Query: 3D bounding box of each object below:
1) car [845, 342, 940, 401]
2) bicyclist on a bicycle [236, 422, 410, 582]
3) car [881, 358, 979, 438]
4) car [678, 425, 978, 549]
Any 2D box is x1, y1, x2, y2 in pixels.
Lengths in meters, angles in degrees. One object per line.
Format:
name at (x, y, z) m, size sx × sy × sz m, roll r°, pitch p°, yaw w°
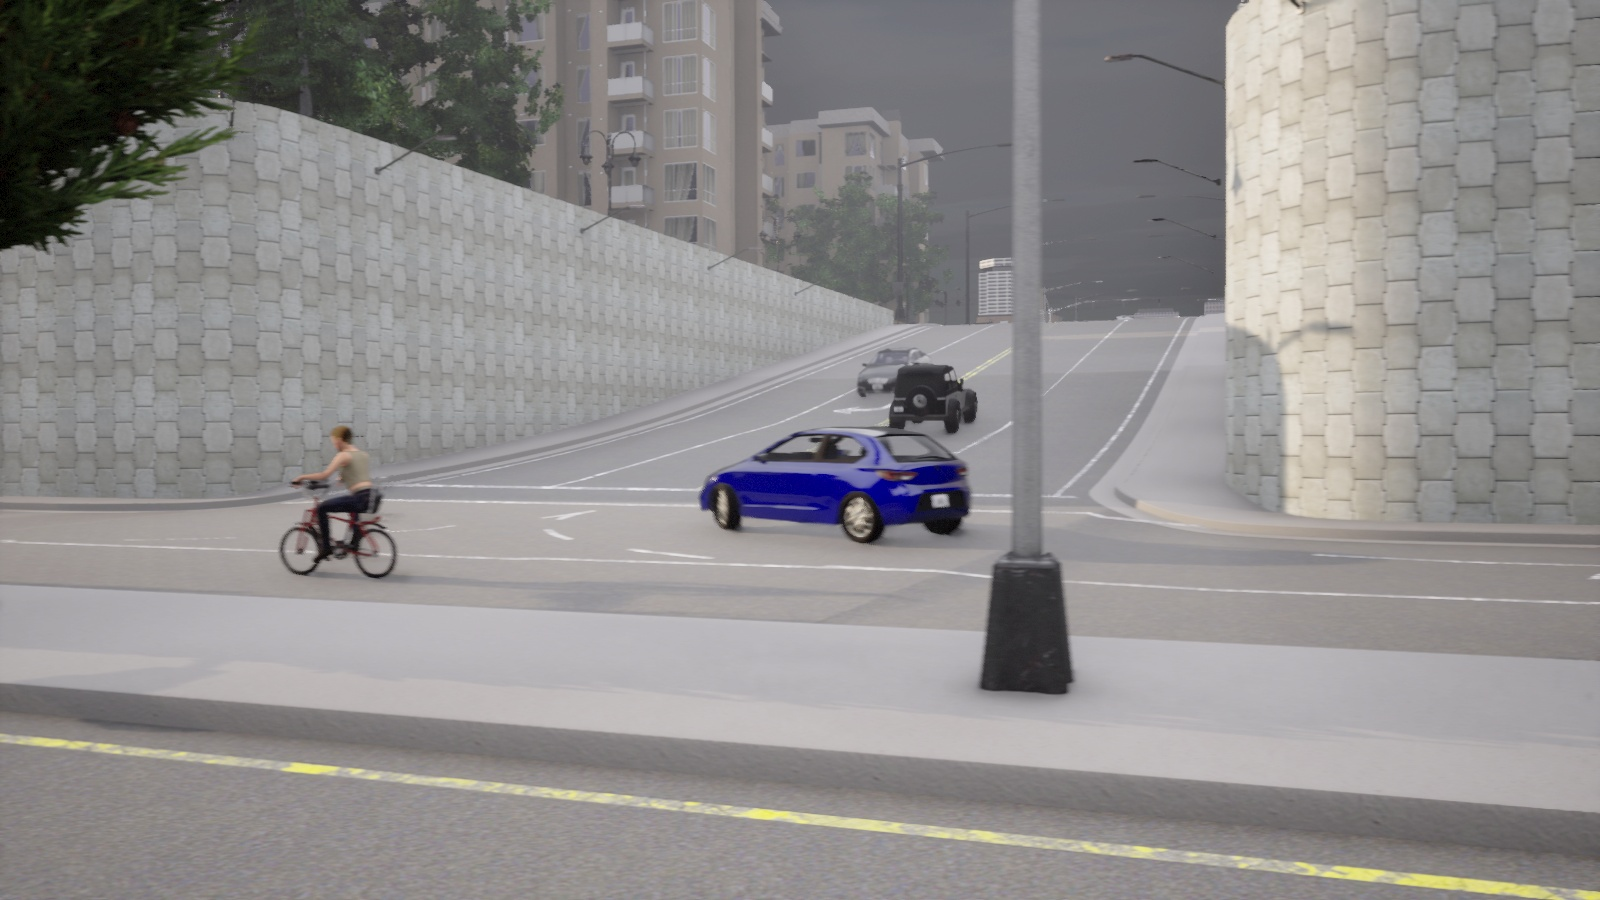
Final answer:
car at (3.408, -2.870, 45.301) m, size 2.128 × 1.511 × 4.902 m, roll 1°, pitch 11°, yaw 20°
bicyclist on a bicycle at (-5.040, 0.508, 13.313) m, size 1.509 × 1.612 × 0.866 m, roll 1°, pitch 1°, yaw 19°
car at (3.792, -1.553, 36.052) m, size 1.905 × 1.878 × 3.866 m, roll 1°, pitch 8°, yaw 20°
car at (0.285, 0.412, 17.557) m, size 1.816 × 1.474 × 4.193 m, roll -2°, pitch 3°, yaw -41°
